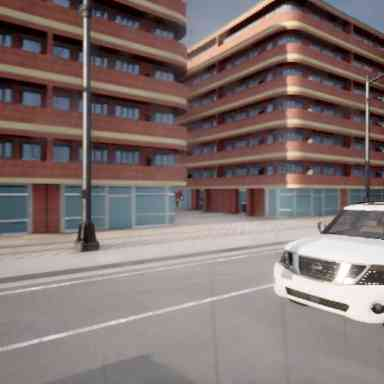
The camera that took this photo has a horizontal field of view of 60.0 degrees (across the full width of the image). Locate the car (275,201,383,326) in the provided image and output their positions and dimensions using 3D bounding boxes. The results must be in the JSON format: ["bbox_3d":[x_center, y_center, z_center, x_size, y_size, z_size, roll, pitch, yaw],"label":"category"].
[{"bbox_3d":[4.196,1.232,6.974,5.566,2.045,2.150,0,0,-36],"label":"car"}]
